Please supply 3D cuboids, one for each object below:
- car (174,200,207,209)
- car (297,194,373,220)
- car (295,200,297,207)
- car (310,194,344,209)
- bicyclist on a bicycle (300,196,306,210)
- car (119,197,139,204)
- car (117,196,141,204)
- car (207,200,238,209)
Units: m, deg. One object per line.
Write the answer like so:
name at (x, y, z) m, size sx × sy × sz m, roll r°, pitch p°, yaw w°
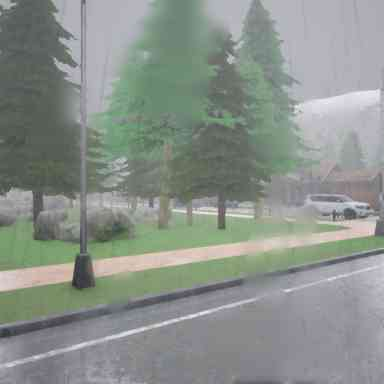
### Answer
car at (-0.538, 1.338, 45.050) m, size 2.097 × 1.767 × 4.553 m, roll 0°, pitch 0°, yaw -37°
car at (12.156, 1.207, 28.111) m, size 2.150 × 2.045 × 5.566 m, roll 0°, pitch 0°, yaw -37°
car at (15.556, 1.161, 44.502) m, size 3.866 × 1.878 × 1.905 m, roll 0°, pitch 0°, yaw -37°
car at (17.375, 1.160, 42.723) m, size 4.605 × 1.855 × 1.932 m, roll 0°, pitch 0°, yaw -37°
bicyclist on a bicycle at (13.214, 1.267, 39.182) m, size 1.656 × 1.620 × 0.582 m, roll 0°, pitch 0°, yaw -37°
car at (-10.516, 1.165, 57.640) m, size 2.128 × 1.511 × 4.902 m, roll 0°, pitch 0°, yaw -43°
car at (-12.238, 1.477, 64.213) m, size 4.902 × 1.511 × 2.128 m, roll 0°, pitch 0°, yaw 44°
car at (4.036, 1.587, 45.164) m, size 1.895 × 1.301 × 4.718 m, roll 0°, pitch 0°, yaw -37°
